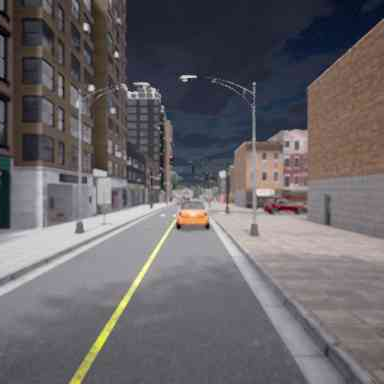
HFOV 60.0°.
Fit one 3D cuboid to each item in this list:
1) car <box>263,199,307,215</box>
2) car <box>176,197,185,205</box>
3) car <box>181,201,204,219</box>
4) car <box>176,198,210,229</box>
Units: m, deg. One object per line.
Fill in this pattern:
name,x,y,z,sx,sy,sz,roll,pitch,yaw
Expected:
car,10.817,1.772,38.780,5.009,1.841,2.192,1,-1,0
car,-2.747,2.235,83.443,2.097,1.767,4.553,0,-1,0
car,0.145,1.628,31.896,1.837,1.490,4.892,0,-1,4
car,0.071,1.403,22.163,2.097,1.767,4.553,0,0,0
